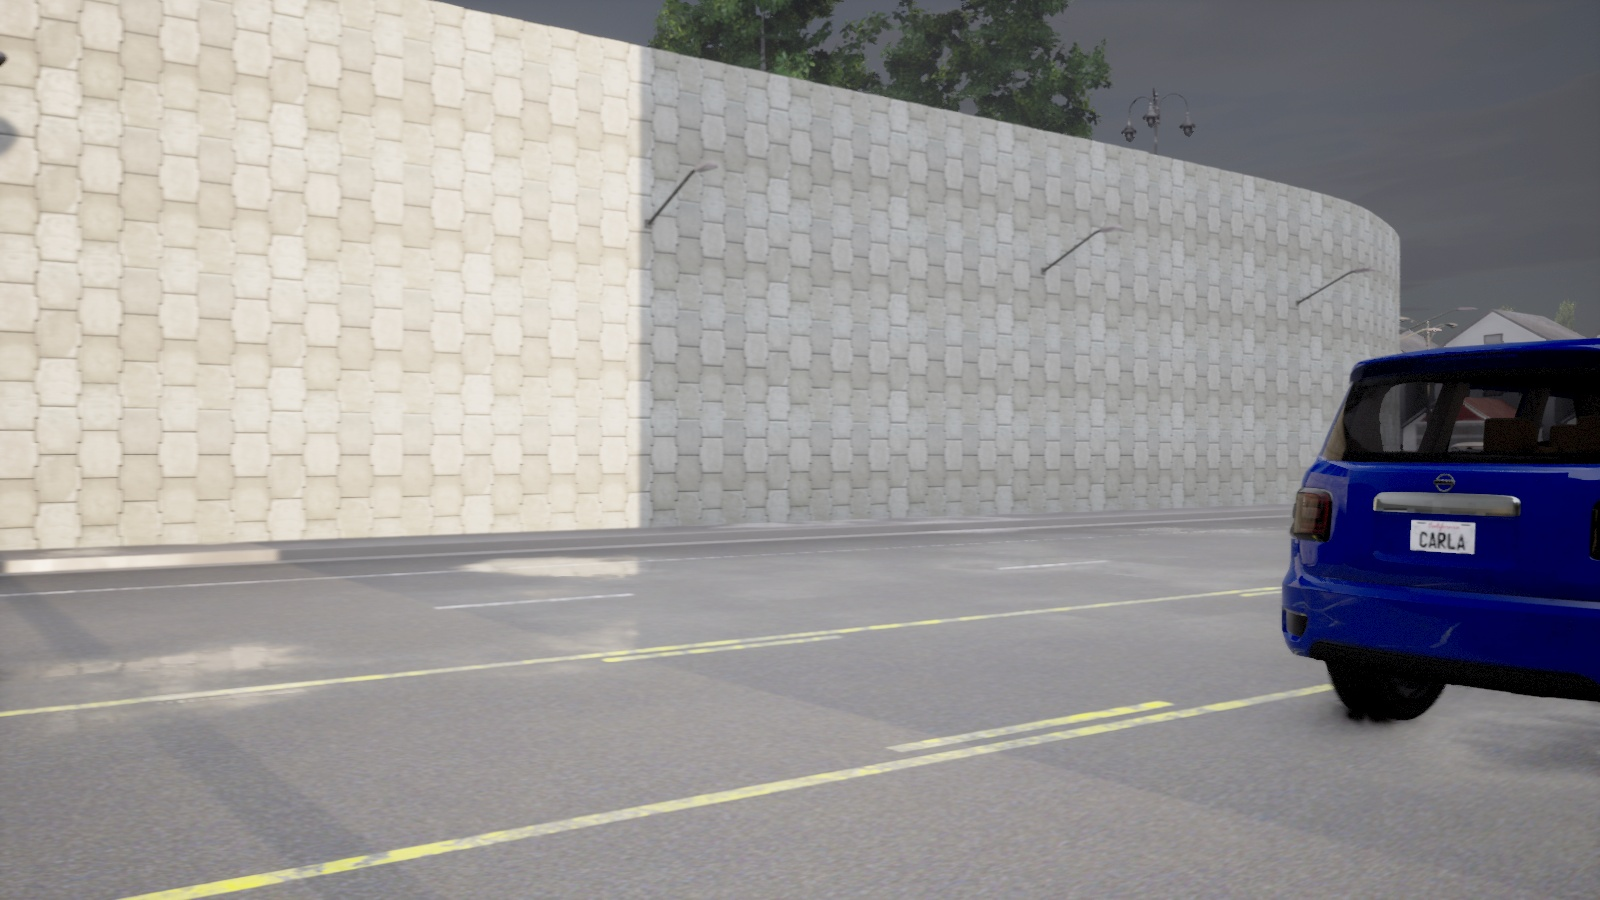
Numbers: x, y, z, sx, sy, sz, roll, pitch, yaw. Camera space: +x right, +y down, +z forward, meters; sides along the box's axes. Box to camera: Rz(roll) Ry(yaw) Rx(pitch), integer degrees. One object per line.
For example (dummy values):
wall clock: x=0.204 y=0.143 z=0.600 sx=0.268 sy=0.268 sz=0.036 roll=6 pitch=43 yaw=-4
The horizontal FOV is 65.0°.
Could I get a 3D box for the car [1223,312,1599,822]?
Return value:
car: x=5.088 y=0.471 z=7.202 sx=5.566 sy=2.045 sz=2.150 roll=0 pitch=0 yaw=-35
